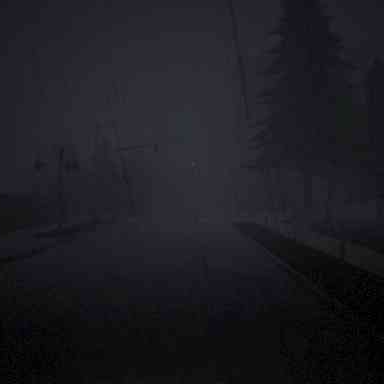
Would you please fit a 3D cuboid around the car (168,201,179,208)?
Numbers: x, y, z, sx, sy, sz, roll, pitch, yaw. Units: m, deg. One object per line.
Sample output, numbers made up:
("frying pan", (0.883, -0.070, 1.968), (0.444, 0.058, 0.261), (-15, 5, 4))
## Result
("car", (-3.546, 2.306, 63.528), (1.895, 1.301, 4.718), (0, 0, 1))
